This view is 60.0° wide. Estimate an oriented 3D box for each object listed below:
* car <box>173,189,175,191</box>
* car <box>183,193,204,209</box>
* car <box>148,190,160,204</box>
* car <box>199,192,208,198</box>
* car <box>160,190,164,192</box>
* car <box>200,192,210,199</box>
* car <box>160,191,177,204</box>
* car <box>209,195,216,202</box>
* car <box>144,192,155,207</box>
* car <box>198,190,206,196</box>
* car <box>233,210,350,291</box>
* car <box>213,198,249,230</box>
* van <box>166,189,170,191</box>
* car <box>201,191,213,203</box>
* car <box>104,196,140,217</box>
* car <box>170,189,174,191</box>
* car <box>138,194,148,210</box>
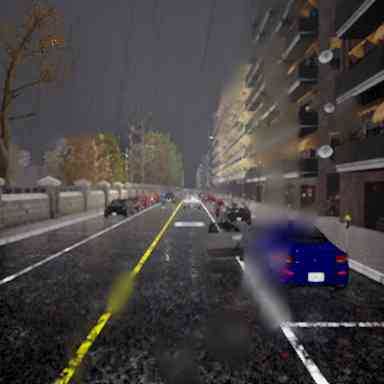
[{"bbox_3d":[-5.827,0.216,88.565,2.192,1.841,5.009,0,1,0],"label":"car"},{"bbox_3d":[0.013,1.120,36.117,1.895,1.301,4.718,0,1,0],"label":"car"},{"bbox_3d":[-5.755,0.868,43.526,1.967,1.590,4.097,0,1,0],"label":"car"},{"bbox_3d":[2.571,0.595,77.322,1.947,1.339,4.313,0,1,0],"label":"car"},{"bbox_3d":[-5.765,0.677,49.155,2.192,1.841,5.009,0,1,0],"label":"car"},{"bbox_3d":[2.589,0.743,66.062,1.802,1.307,4.206,0,1,0],"label":"car"},{"bbox_3d":[-3.073,0.928,46.014,1.812,1.442,4.674,0,1,0],"label":"car"},{"bbox_3d":[2.652,1.189,26.654,1.887,1.381,4.507,0,1,0],"label":"car"},{"bbox_3d":[-5.747,1.041,37.899,1.887,1.381,4.507,0,1,0],"label":"car"},{"bbox_3d":[2.553,0.341,88.579,1.967,1.590,4.097,0,1,0],"label":"car"},{"bbox_3d":[2.341,1.410,8.582,1.812,1.442,4.674,0,1,0],"label":"car"},{"bbox_3d":[2.660,1.269,21.024,2.008,1.369,4.403,0,1,0],"label":"car"},{"bbox_3d":[-5.792,0.503,66.046,1.690,1.788,3.998,0,1,0],"label":"van"},{"bbox_3d":[2.615,0.943,49.171,1.802,1.307,4.206,0,1,0],"label":"car"},{"bbox_3d":[-5.729,1.210,26.642,1.947,1.339,4.313,0,1,0],"label":"car"},{"bbox_3d":[-5.809,0.595,77.308,1.947,1.339,4.313,0,1,0],"label":"car"},{"bbox_3d":[-5.738,1.151,32.272,1.802,1.307,4.206,0,1,0],"label":"car"}]
